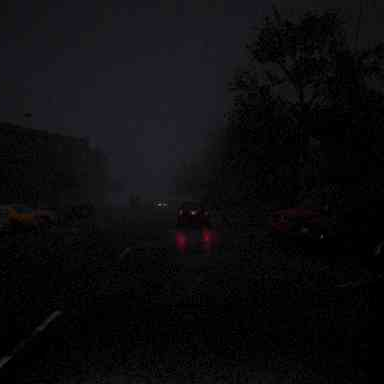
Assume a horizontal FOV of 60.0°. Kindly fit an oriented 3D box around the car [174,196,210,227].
[{"bbox_3d":[0.132,1.355,23.041,2.097,1.767,4.553,0,0,1],"label":"car"}]

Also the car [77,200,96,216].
[{"bbox_3d":[-11.421,1.494,30.903,4.892,1.521,2.231,-1,0,-20],"label":"car"}]

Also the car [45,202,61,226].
[{"bbox_3d":[-11.424,1.530,22.106,4.674,1.452,2.002,-1,0,-20],"label":"car"}]

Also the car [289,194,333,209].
[{"bbox_3d":[13.247,1.015,37.181,4.181,1.385,1.994,-3,1,0],"label":"car"}]

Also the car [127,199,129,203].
[{"bbox_3d":[-15.795,2.317,90.847,4.892,1.521,2.231,-4,-2,42],"label":"car"}]

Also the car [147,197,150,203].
[{"bbox_3d":[-8.447,1.994,81.959,2.231,1.521,4.892,-1,-1,-35],"label":"car"}]

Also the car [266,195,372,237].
[{"bbox_3d":[6.372,1.235,16.257,5.566,2.045,2.435,1,0,-20],"label":"car"}]

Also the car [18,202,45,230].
[{"bbox_3d":[-11.592,1.488,19.103,5.366,1.575,1.946,-1,0,-20],"label":"car"}]

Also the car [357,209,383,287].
[{"bbox_3d":[6.370,1.358,7.427,4.553,1.767,2.185,1,0,-20],"label":"car"}]

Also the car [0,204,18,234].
[{"bbox_3d":[-11.422,1.528,16.238,4.674,1.452,2.002,-1,0,-20],"label":"car"}]

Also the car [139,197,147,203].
[{"bbox_3d":[-11.967,2.130,86.413,2.097,1.535,5.008,-1,0,-41],"label":"car"}]

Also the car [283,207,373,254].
[{"bbox_3d":[6.420,1.516,13.339,4.792,1.488,2.163,1,0,-20],"label":"car"}]

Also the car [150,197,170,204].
[{"bbox_3d":[-6.922,1.907,71.092,2.033,1.411,5.357,0,-1,-20],"label":"car"}]

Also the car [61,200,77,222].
[{"bbox_3d":[-11.429,1.492,25.040,4.892,1.521,2.231,-1,0,-20],"label":"car"}]

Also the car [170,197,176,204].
[{"bbox_3d":[-5.693,1.918,77.089,2.097,1.535,5.008,-1,-1,-27],"label":"car"}]
